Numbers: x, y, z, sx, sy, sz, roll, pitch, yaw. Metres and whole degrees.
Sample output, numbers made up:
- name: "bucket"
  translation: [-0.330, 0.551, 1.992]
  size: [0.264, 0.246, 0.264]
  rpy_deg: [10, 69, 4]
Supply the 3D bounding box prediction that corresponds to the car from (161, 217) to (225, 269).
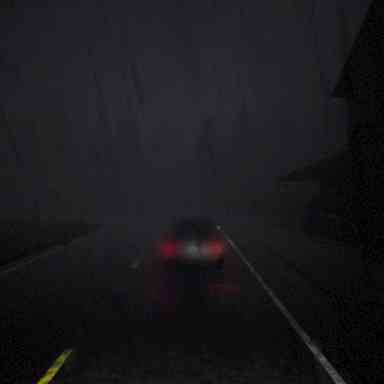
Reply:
- name: "car"
  translation: [0.041, 1.550, 11.141]
  size: [2.033, 1.411, 5.357]
  rpy_deg: [0, 0, 1]
